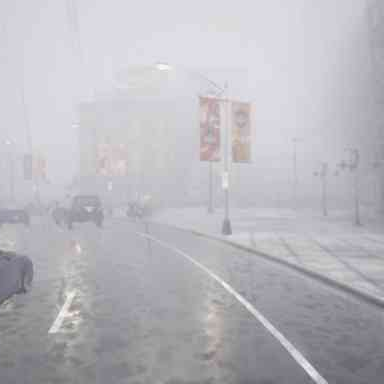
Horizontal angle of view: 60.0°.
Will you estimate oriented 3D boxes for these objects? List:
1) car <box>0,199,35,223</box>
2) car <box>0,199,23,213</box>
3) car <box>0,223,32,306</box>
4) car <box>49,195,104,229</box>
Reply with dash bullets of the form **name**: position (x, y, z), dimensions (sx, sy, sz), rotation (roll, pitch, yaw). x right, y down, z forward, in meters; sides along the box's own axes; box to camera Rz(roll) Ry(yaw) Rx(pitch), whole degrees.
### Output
- **car**: position (-12.923, 1.532, 23.370), dimensions (1.882, 1.535, 5.008), rotation (0, 0, -40)
- **car**: position (-22.563, 1.616, 39.718), dimensions (4.674, 1.452, 2.002), rotation (0, 0, 29)
- **car**: position (-4.275, 1.546, 5.737), dimensions (1.812, 1.442, 4.674), rotation (0, 0, -10)
- **car**: position (-7.775, 1.241, 22.487), dimensions (2.150, 2.045, 5.566), rotation (0, 0, -35)
